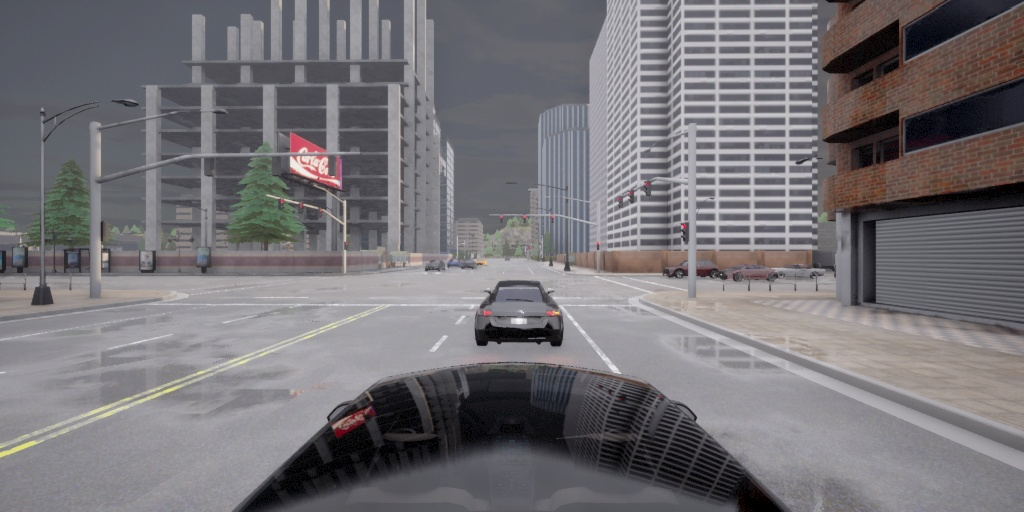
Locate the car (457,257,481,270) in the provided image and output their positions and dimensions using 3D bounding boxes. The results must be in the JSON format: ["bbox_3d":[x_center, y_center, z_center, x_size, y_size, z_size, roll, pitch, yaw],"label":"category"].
[{"bbox_3d":[-6.236,1.297,52.396,2.033,1.411,5.357,0,0,1],"label":"car"}]

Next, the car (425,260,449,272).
[{"bbox_3d":[-9.846,1.252,46.206,1.837,1.490,4.892,0,1,1],"label":"car"}]

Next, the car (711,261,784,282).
[{"bbox_3d":[18.789,1.314,28.776,4.181,1.385,1.994,0,0,1],"label":"car"}]

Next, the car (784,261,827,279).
[{"bbox_3d":[25.056,1.351,32.195,4.718,1.301,1.895,0,0,1],"label":"car"}]

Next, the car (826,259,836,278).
[{"bbox_3d":[28.675,1.228,28.640,5.008,1.535,1.882,0,0,1],"label":"car"}]

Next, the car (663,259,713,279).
[{"bbox_3d":[16.063,1.102,32.310,4.553,1.767,2.097,0,0,1],"label":"car"}]

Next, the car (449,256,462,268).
[{"bbox_3d":[-9.594,1.228,59.696,1.882,1.535,5.008,0,0,1],"label":"car"}]

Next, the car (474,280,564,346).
[{"bbox_3d":[0.187,1.314,9.399,1.994,1.385,4.181,0,0,1],"label":"car"}]
